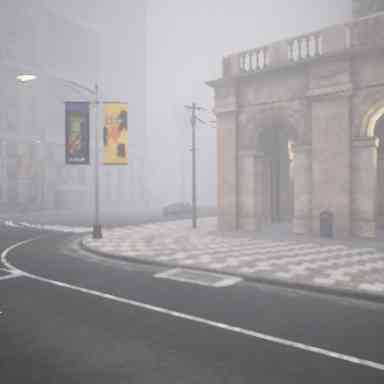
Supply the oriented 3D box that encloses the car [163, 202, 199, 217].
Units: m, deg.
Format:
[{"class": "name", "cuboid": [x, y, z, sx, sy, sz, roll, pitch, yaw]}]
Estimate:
[{"class": "car", "cuboid": [-1.038, 1.726, 33.791, 1.994, 1.385, 4.181, -1, 0, 35]}]
